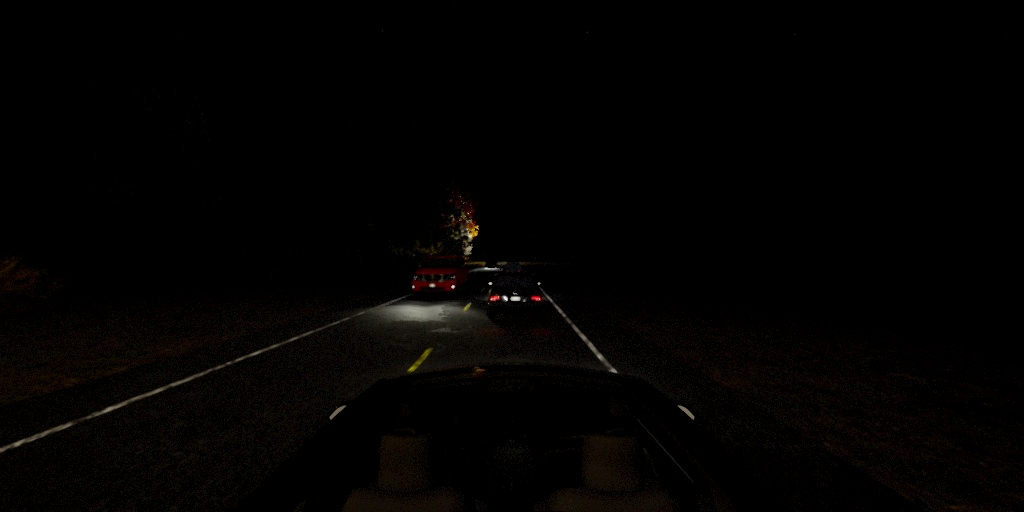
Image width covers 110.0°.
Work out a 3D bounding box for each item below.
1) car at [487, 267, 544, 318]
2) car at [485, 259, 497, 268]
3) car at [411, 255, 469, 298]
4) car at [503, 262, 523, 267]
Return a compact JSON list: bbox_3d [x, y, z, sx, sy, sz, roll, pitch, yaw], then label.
[{"bbox_3d":[0.102,1.295,12.984,2.033,1.411,5.357,0,0,0],"label":"car"},{"bbox_3d":[-3.541,1.244,61.377,2.128,1.511,4.902,0,0,1],"label":"car"},{"bbox_3d":[-3.600,0.968,18.950,2.150,2.045,5.566,0,0,0],"label":"car"},{"bbox_3d":[0.091,1.273,34.306,1.812,1.442,4.674,0,0,0],"label":"car"}]
